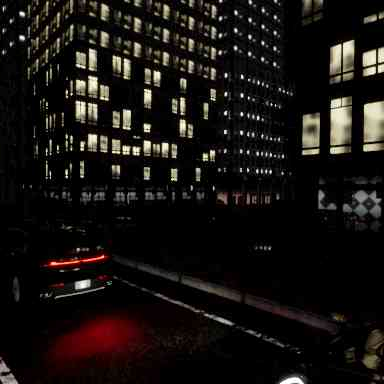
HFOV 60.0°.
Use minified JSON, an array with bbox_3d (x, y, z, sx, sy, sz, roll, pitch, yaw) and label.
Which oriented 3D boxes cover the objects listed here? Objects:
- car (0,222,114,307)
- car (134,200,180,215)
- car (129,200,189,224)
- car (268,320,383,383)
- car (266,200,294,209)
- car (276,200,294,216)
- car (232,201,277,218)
[{"bbox_3d":[-3.659,1.501,8.115,1.837,1.490,4.892,0,0,-41],"label":"car"},{"bbox_3d":[-3.813,1.648,36.439,4.829,1.417,1.752,1,0,-40],"label":"car"},{"bbox_3d":[-2.566,1.524,26.511,5.009,1.841,2.192,1,0,-40],"label":"car"},{"bbox_3d":[2.426,1.352,1.325,2.097,1.767,4.553,0,0,-41],"label":"car"},{"bbox_3d":[13.526,1.882,51.125,4.313,1.339,1.947,1,0,-40],"label":"car"},{"bbox_3d":[10.342,1.936,37.447,4.206,1.307,1.802,1,0,-40],"label":"car"},{"bbox_3d":[6.169,1.833,33.911,4.829,1.417,1.752,1,0,-40],"label":"car"}]
